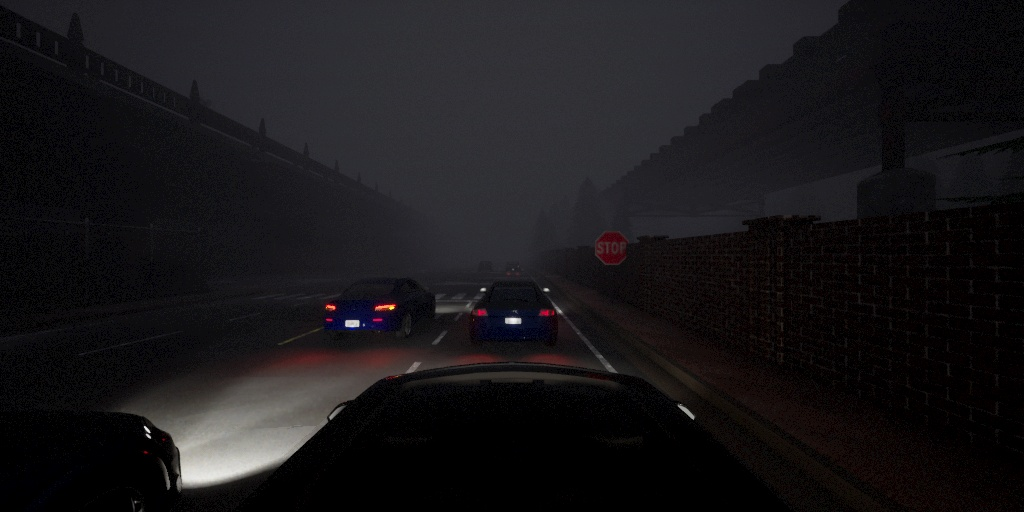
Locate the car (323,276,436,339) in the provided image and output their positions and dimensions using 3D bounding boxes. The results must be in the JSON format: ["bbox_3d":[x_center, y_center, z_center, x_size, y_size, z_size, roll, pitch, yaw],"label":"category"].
[{"bbox_3d":[-3.412,1.276,9.952,1.812,1.442,4.674,0,0,0],"label":"car"}]

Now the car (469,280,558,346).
[{"bbox_3d":[0.070,1.314,9.429,1.994,1.385,4.181,0,0,1],"label":"car"}]

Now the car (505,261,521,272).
[{"bbox_3d":[0.106,1.351,46.230,1.895,1.301,4.718,0,0,-1],"label":"car"}]

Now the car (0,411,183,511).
[{"bbox_3d":[-3.399,1.314,0.856,1.994,1.385,4.181,0,0,0],"label":"car"}]

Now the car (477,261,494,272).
[{"bbox_3d":[-3.389,1.297,46.023,2.033,1.411,5.357,0,0,-1],"label":"car"}]
